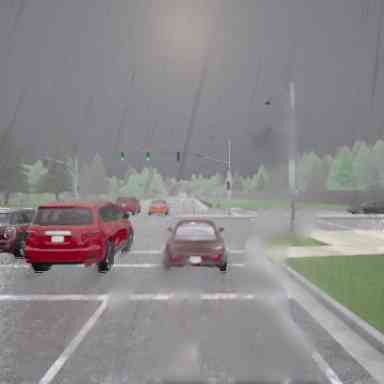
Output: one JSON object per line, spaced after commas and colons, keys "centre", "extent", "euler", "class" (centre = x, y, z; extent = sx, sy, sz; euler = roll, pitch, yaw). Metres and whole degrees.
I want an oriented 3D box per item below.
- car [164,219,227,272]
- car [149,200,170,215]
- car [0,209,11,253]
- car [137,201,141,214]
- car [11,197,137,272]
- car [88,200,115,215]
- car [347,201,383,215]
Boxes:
{"centre": [0.124, 1.617, 11.016], "extent": [1.812, 1.442, 4.674], "euler": [0, 0, 1], "class": "car"}
{"centre": [-3.649, 1.667, 37.856], "extent": [2.097, 1.767, 4.553], "euler": [0, 0, 0], "class": "car"}
{"centre": [-6.985, 1.467, 13.413], "extent": [2.097, 1.767, 4.553], "euler": [0, -1, 0], "class": "car"}
{"centre": [-7.144, 1.533, 37.212], "extent": [2.150, 2.045, 5.566], "euler": [0, 0, 0], "class": "car"}
{"centre": [-3.473, 1.319, 11.253], "extent": [2.150, 2.045, 5.566], "euler": [0, 0, 0], "class": "car"}
{"centre": [-10.661, 1.811, 39.658], "extent": [1.882, 1.535, 5.008], "euler": [0, 0, 0], "class": "car"}
{"centre": [19.763, 1.796, 36.914], "extent": [4.892, 1.490, 1.837], "euler": [-1, 0, 0], "class": "car"}
